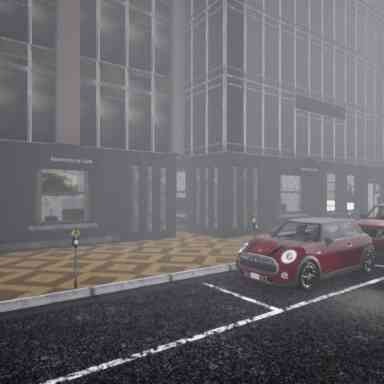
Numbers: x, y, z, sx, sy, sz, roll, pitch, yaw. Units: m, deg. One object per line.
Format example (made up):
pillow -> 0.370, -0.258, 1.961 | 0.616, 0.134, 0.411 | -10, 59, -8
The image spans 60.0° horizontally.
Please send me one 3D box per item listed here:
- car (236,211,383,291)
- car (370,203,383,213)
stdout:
car -> 3.091, 1.439, 8.938 | 4.097, 1.590, 1.967 | 0, 0, -35
car -> 7.618, 1.310, 12.164 | 5.009, 1.841, 2.192 | 0, 0, -35
